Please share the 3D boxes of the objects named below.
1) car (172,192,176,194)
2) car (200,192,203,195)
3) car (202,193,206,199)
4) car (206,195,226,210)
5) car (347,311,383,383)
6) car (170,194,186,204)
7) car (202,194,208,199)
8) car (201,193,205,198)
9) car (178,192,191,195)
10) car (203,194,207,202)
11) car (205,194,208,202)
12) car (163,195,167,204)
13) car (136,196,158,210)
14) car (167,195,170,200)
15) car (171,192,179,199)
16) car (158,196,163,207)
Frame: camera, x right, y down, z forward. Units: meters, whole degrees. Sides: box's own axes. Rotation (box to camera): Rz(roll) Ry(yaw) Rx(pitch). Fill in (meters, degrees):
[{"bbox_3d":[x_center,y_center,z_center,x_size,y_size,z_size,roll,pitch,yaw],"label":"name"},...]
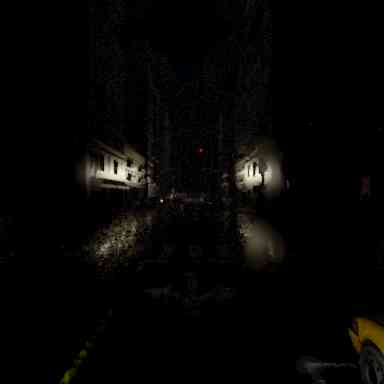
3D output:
[{"bbox_3d":[-5.111,1.270,72.639,1.752,1.417,4.829,1,0,1],"label":"car"},{"bbox_3d":[3.487,1.273,78.242,2.008,1.369,4.403,1,0,1],"label":"car"},{"bbox_3d":[3.204,1.349,56.121,1.887,1.381,4.507,1,0,1],"label":"car"},{"bbox_3d":[2.991,1.430,39.531,1.947,1.339,4.313,1,0,1],"label":"car"},{"bbox_3d":[2.676,1.518,2.037,1.752,1.417,4.829,1,0,0],"label":"car"},{"bbox_3d":[-2.448,1.402,58.012,1.895,1.301,4.718,0,0,1],"label":"car"},{"bbox_3d":[3.699,1.240,94.833,1.802,1.307,4.206,1,0,1],"label":"car"},{"bbox_3d":[3.345,1.329,67.182,1.947,1.339,4.313,1,0,1],"label":"car"},{"bbox_3d":[-2.048,1.020,89.315,2.128,1.511,4.902,0,0,1],"label":"car"},{"bbox_3d":[3.133,1.375,50.591,2.008,1.369,4.403,1,0,1],"label":"car"},{"bbox_3d":[3.062,1.389,45.061,1.887,1.381,4.507,1,0,1],"label":"car"},{"bbox_3d":[-5.392,1.376,50.693,2.008,1.369,4.403,1,0,1],"label":"car"},{"bbox_3d":[-5.534,1.446,39.636,1.802,1.307,4.206,1,0,1],"label":"car"},{"bbox_3d":[-5.321,1.350,56.222,1.887,1.381,4.507,1,0,1],"label":"car"},{"bbox_3d":[-4.823,0.974,94.923,2.192,1.841,5.009,1,0,1],"label":"car"},{"bbox_3d":[-5.463,1.411,45.165,1.947,1.339,4.313,1,0,1],"label":"car"}]
